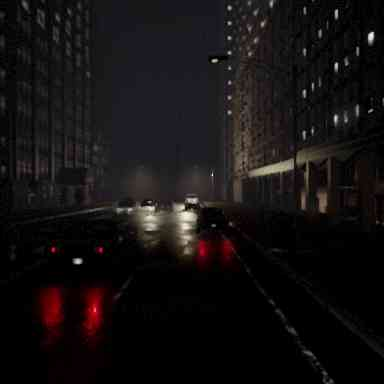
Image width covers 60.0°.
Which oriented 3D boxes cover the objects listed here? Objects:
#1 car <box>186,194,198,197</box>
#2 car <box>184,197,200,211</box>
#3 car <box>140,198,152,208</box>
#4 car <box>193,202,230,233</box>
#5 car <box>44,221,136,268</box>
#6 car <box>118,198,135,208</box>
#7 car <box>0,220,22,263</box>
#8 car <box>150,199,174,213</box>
[{"bbox_3d":[0.023,1.339,52.655,2.150,2.045,5.566,0,0,1],"label":"car"},{"bbox_3d":[0.038,1.695,41.665,1.895,1.301,4.718,0,0,1],"label":"car"},{"bbox_3d":[-6.564,1.658,50.283,2.033,1.411,5.357,0,0,0],"label":"car"},{"bbox_3d":[1.140,1.574,19.691,1.812,1.442,4.674,0,0,0],"label":"car"},{"bbox_3d":[-3.149,1.630,11.413,1.895,1.301,4.718,0,0,0],"label":"car"},{"bbox_3d":[-9.815,1.588,50.290,1.882,1.535,5.008,0,0,0],"label":"car"},{"bbox_3d":[-6.597,1.529,9.223,1.837,1.490,4.892,0,0,0],"label":"car"},{"bbox_3d":[-3.145,1.635,37.944,2.033,1.411,5.357,0,0,0],"label":"car"}]
